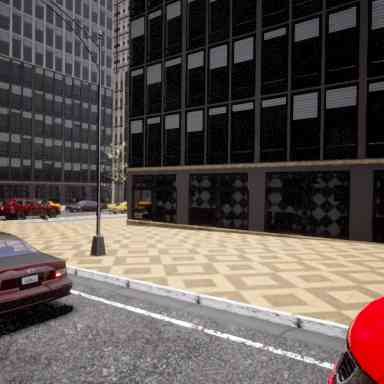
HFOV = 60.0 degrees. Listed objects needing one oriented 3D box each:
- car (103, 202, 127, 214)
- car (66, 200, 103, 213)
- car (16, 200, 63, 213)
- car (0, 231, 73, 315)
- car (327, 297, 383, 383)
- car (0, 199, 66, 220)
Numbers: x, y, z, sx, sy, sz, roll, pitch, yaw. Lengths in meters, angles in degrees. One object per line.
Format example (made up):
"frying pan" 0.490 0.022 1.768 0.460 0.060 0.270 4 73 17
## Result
"car" -7.603 1.830 39.010 1.752 1.417 4.829 1 0 37
"car" -13.039 1.748 41.389 2.033 1.411 5.357 1 0 37
"car" -17.897 1.643 39.200 1.752 1.417 4.829 1 0 37
"car" -4.818 1.544 7.137 5.357 1.411 2.033 0 0 35
"car" 3.453 1.222 1.212 5.566 2.045 2.150 0 0 36
"car" -14.424 1.519 29.816 2.192 1.841 5.009 1 0 37
